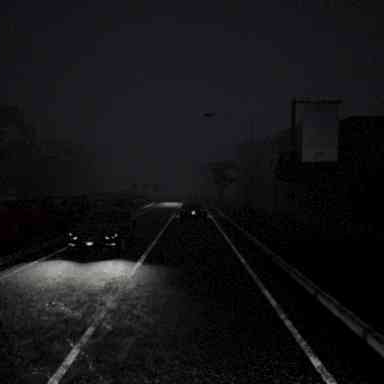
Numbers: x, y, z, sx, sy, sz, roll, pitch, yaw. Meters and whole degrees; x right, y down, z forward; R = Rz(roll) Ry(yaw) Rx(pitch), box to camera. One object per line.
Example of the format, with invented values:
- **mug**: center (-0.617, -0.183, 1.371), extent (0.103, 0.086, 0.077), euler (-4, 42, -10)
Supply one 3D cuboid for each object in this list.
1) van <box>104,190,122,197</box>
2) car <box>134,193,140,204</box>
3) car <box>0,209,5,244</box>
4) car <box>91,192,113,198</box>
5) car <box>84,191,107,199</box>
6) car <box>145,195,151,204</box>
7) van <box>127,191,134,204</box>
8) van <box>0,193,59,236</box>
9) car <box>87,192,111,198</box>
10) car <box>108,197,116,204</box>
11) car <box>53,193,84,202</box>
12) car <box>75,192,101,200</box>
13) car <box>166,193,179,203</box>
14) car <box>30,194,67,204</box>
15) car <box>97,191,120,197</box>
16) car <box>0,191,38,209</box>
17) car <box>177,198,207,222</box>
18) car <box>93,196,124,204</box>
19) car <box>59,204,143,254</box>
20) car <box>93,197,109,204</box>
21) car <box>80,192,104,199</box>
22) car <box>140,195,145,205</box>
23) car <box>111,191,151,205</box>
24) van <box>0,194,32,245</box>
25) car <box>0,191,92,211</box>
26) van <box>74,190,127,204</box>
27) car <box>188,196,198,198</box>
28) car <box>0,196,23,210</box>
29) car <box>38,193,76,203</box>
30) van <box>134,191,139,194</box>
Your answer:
- **van**: center (-22.019, 0.336, 93.022), extent (4.442, 1.987, 1.878), euler (0, 1, 0)
- **car**: center (-8.970, 1.224, 38.298), extent (5.008, 1.535, 2.097), euler (0, 1, 0)
- **car**: center (-8.926, 1.431, 10.257), extent (4.892, 1.521, 2.231), euler (0, 0, 0)
- **car**: center (-22.114, 0.692, 81.926), extent (4.892, 1.521, 2.231), euler (0, 1, 0)
- **car**: center (-22.143, 0.631, 76.373), extent (4.553, 1.767, 2.185), euler (0, 1, 0)
- **car**: center (-8.802, 1.118, 46.708), extent (5.366, 1.575, 1.946), euler (0, 1, 0)
- **van**: center (-8.854, 1.032, 35.489), extent (4.442, 1.987, 1.878), euler (0, 1, 0)
- **van**: center (-9.058, 1.179, 15.862), extent (4.442, 1.987, 1.878), euler (0, 0, 0)
- **car**: center (-22.122, 0.723, 79.151), extent (5.008, 1.535, 2.097), euler (0, 1, 0)
- **car**: center (-8.955, 1.380, 27.079), extent (4.674, 1.452, 2.002), euler (0, 0, 0)
- **car**: center (-22.058, 0.989, 59.723), extent (4.792, 1.488, 2.163), euler (0, 1, 0)
- **car**: center (-22.098, 0.823, 70.824), extent (5.008, 1.535, 2.097), euler (0, 1, 0)
- **car**: center (-3.308, 1.003, 56.809), extent (2.128, 1.511, 4.902), euler (0, 1, 1)
- **car**: center (-22.103, 1.092, 51.397), extent (4.792, 1.488, 2.163), euler (0, 1, 0)
- **car**: center (-21.942, 0.623, 87.474), extent (5.366, 1.575, 1.946), euler (0, 1, 0)
- **car**: center (-22.029, 0.949, 40.291), extent (5.566, 2.045, 2.435), euler (0, 1, 0)
- **car**: center (0.098, 1.405, 25.090), extent (1.994, 1.385, 4.181), euler (0, 0, 0)
- **car**: center (-8.991, 1.347, 29.887), extent (4.792, 1.488, 2.163), euler (0, 1, 0)
- **car**: center (-3.350, 1.432, 13.289), extent (1.837, 1.490, 4.892), euler (0, 0, 0)
- **car**: center (-8.960, 1.361, 24.276), extent (4.892, 1.521, 2.231), euler (0, 0, 0)
- **car**: center (-22.105, 0.830, 73.600), extent (4.674, 1.452, 2.002), euler (0, 1, 0)
- **car**: center (-8.986, 1.195, 43.905), extent (4.674, 1.452, 2.002), euler (0, 1, 0)
- **car**: center (-8.963, 0.835, 49.508), extent (5.566, 2.045, 2.435), euler (0, 1, 0)
- **van**: center (-9.054, 1.191, 13.059), extent (4.442, 1.987, 1.878), euler (0, 0, 0)
- **car**: center (-8.917, 1.141, 18.666), extent (5.566, 2.045, 2.435), euler (0, 0, 0)
- **van**: center (-9.083, 1.062, 32.687), extent (4.442, 1.987, 1.878), euler (0, 1, 0)
- **car**: center (0.095, 1.237, 41.432), extent (2.033, 1.411, 5.357), euler (0, 1, 0)
- **car**: center (-22.047, 1.235, 37.520), extent (4.892, 1.521, 2.231), euler (0, 1, 0)
- **car**: center (-21.893, 1.025, 54.172), extent (5.366, 1.575, 1.946), euler (0, 1, 0)
- **van**: center (-9.096, 0.964, 41.098), extent (4.442, 1.987, 1.878), euler (0, 1, 0)
